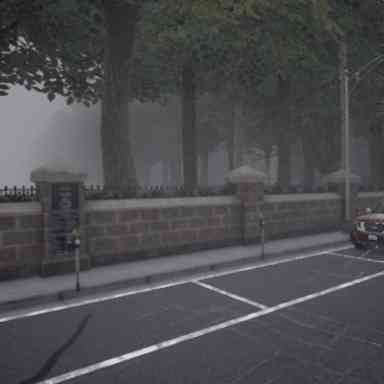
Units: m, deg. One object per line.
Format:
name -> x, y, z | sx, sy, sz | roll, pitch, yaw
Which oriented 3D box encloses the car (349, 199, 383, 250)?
car -> 7.840, 1.098, 12.127 | 5.009, 1.841, 2.192 | -1, 1, -35
